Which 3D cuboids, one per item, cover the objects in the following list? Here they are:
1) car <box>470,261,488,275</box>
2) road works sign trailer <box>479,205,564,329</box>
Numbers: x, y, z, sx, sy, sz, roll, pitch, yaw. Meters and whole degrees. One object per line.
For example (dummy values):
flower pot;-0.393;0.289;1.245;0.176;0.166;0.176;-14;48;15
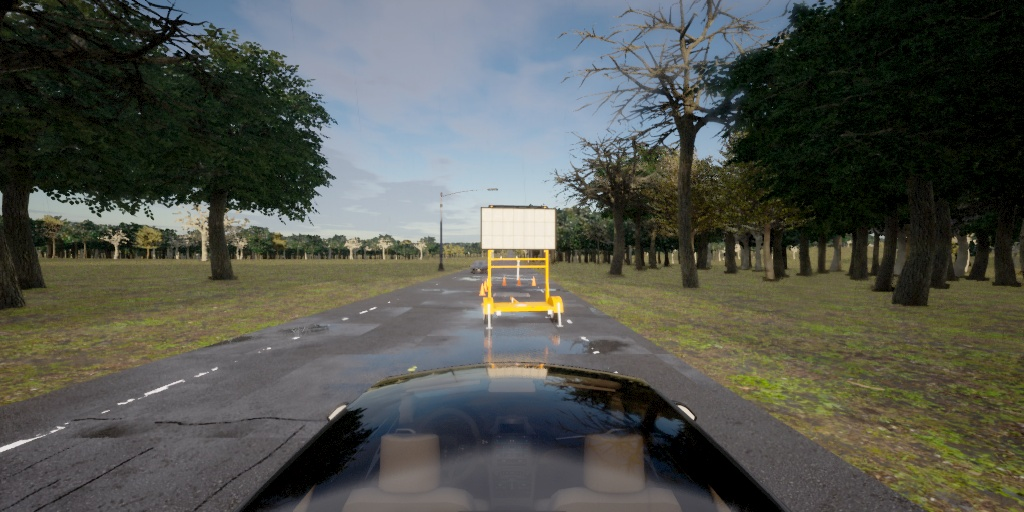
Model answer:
car;-3.552;1.273;40.286;1.837;1.490;4.892;0;0;0
road works sign trailer;0.182;0.211;11.364;2.380;3.560;2.880;0;0;-8
